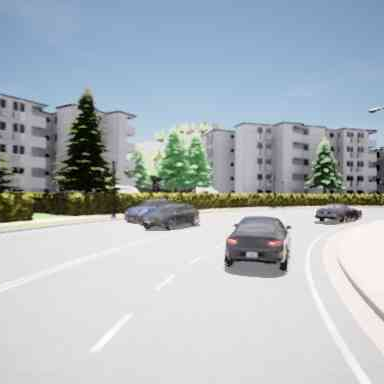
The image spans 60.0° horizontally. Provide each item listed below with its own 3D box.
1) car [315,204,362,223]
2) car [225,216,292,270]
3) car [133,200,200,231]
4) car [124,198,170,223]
[{"bbox_3d":[11.589,1.616,26.220,2.033,1.411,5.357,0,0,45],"label":"car"},{"bbox_3d":[2.316,1.537,11.178,1.812,1.442,4.674,0,0,18],"label":"car"},{"bbox_3d":[-1.229,1.489,20.749,1.837,1.490,4.892,0,0,30],"label":"car"},{"bbox_3d":[-2.912,1.324,24.653,2.097,1.767,4.553,1,0,33],"label":"car"}]
